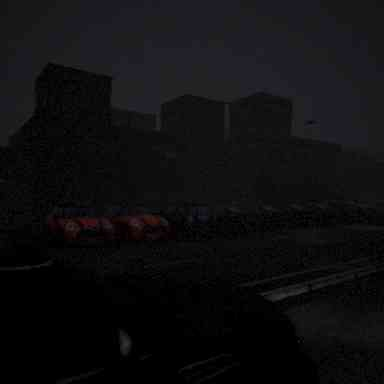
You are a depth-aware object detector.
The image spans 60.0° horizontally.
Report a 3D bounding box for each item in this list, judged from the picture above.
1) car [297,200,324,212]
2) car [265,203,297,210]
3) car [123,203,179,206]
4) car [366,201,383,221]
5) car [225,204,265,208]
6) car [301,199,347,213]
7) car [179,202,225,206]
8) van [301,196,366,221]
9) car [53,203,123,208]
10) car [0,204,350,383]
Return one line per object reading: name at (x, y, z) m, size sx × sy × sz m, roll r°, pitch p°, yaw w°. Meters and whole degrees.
car at (6.062, 1.527, 22.902) m, size 2.231 × 1.521 × 4.892 m, roll 0°, pitch 0°, yaw -36°
car at (3.819, 1.516, 21.299) m, size 2.231 × 1.521 × 4.892 m, roll 0°, pitch 0°, yaw -36°
car at (-2.932, 1.367, 16.519) m, size 2.185 × 1.767 × 4.553 m, roll 0°, pitch 0°, yaw -36°
car at (12.787, 1.602, 27.714) m, size 2.002 × 1.452 × 4.674 m, roll 0°, pitch 0°, yaw -36°
car at (1.575, 1.508, 19.695) m, size 2.231 × 1.521 × 4.892 m, roll 0°, pitch 0°, yaw -36°
car at (8.304, 1.537, 24.505) m, size 2.231 × 1.521 × 4.892 m, roll 0°, pitch 0°, yaw -36°
car at (-0.652, 1.373, 18.072) m, size 2.185 × 1.767 × 4.553 m, roll 0°, pitch 0°, yaw -36°
van at (10.713, 1.324, 26.090) m, size 1.878 × 1.987 × 4.442 m, roll 0°, pitch 0°, yaw -36°
car at (-5.175, 1.361, 14.916) m, size 2.185 × 1.767 × 4.553 m, roll 0°, pitch 0°, yaw -36°
car at (-1.622, 1.222, 1.976) m, size 5.566 × 2.045 × 2.150 m, roll 0°, pitch 0°, yaw -36°
